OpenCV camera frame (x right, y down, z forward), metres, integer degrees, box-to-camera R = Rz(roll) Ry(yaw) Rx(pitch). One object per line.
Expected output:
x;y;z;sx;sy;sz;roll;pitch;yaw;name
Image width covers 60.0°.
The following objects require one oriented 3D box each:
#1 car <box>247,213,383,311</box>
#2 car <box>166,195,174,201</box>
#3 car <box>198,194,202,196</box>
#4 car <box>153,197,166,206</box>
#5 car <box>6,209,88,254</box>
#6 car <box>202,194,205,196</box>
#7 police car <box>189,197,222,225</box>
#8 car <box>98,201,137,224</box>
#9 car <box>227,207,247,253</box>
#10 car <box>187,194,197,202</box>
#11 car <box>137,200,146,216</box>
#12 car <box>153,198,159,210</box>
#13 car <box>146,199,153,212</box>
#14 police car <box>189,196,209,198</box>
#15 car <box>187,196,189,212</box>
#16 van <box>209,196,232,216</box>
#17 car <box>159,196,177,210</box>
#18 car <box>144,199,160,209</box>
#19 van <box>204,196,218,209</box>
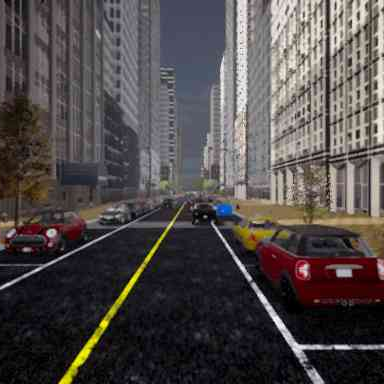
2.681;1.456;7.798;1.967;1.590;4.097;-1;0;0;car
-5.704;1.614;87.368;1.967;1.590;4.097;-1;0;0;car
2.678;1.692;70.318;2.008;1.369;4.403;-1;0;0;car
-5.702;1.669;58.950;2.008;1.369;4.403;-1;0;0;car
-5.699;1.467;13.482;1.967;1.590;4.097;-1;0;0;car
2.678;1.400;41.900;2.192;1.841;5.009;-1;0;0;car
0.898;1.476;24.989;1.930;1.638;5.238;0;0;0;police car
-5.699;1.601;24.848;2.008;1.369;4.403;-1;0;0;car
2.682;1.553;13.652;1.752;1.417;4.829;-1;0;0;car
-0.005;1.375;75.861;2.097;1.767;4.553;0;0;0;car
-5.699;1.627;30.532;1.947;1.339;4.313;-1;0;0;car
-5.701;1.635;41.899;2.008;1.369;4.403;-1;0;0;car
-5.700;1.617;36.216;1.887;1.381;4.507;-1;0;0;car
0.898;1.496;34.990;1.930;1.638;5.238;0;0;0;police car
0.641;1.560;40.978;1.882;1.535;5.008;0;0;6;car
2.679;1.403;30.533;1.690;1.788;3.998;-1;0;0;van
-3.090;1.596;44.440;1.837;1.490;4.892;0;-1;0;car
-5.700;1.678;47.583;1.802;1.307;4.206;-1;0;0;car
2.678;1.437;47.584;1.690;1.788;3.998;-1;0;0;van
